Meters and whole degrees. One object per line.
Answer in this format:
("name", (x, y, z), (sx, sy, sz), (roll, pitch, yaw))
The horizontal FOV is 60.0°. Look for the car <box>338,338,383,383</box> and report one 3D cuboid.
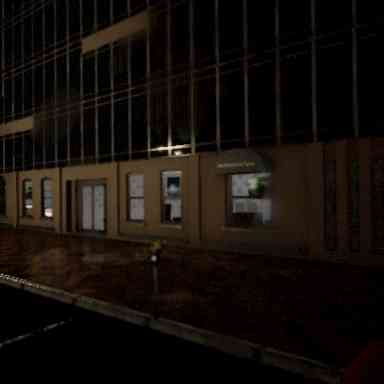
("car", (2.936, 1.295, 0.786), (5.009, 1.841, 2.192), (-1, -1, 35))
